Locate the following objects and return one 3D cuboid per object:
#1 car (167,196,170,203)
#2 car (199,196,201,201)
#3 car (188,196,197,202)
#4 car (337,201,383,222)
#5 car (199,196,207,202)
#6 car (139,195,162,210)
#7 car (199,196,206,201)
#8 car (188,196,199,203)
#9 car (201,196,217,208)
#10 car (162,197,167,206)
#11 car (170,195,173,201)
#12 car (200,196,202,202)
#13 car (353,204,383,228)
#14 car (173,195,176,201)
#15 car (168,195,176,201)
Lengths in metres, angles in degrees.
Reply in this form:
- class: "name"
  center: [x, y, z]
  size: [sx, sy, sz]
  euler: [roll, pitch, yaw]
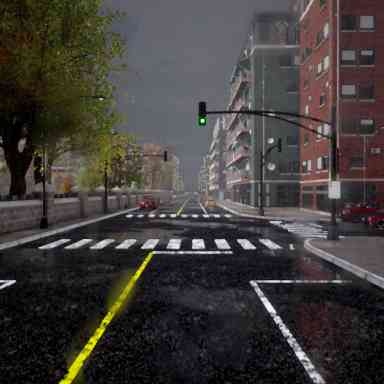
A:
- class: "car"
  center: [-5.617, 1.620, 60.469]
  size: [1.887, 1.381, 4.507]
  euler: [0, 0, 0]
- class: "car"
  center: [2.763, 1.627, 60.459]
  size: [2.008, 1.369, 4.403]
  euler: [0, 0, 0]
- class: "car"
  center: [0.101, 1.663, 79.578]
  size: [1.994, 1.385, 4.181]
  euler: [0, 0, 0]
- class: "car"
  center: [14.651, 1.616, 27.265]
  size: [5.009, 1.841, 2.192]
  euler: [1, -1, 0]
- class: "car"
  center: [2.790, 1.660, 82.600]
  size: [1.887, 1.381, 4.507]
  euler: [0, 0, 0]
- class: "car"
  center: [-5.638, 1.363, 43.863]
  size: [2.192, 1.841, 5.009]
  euler: [0, 0, 0]
- class: "car"
  center: [2.797, 1.672, 88.135]
  size: [1.887, 1.381, 4.507]
  euler: [0, 0, 0]
- class: "car"
  center: [0.090, 1.638, 69.167]
  size: [2.033, 1.411, 5.357]
  euler: [0, 0, 0]
- class: "car"
  center: [2.750, 1.583, 49.559]
  size: [1.752, 1.417, 4.829]
  euler: [0, 0, 0]
- class: "car"
  center: [-5.624, 1.506, 54.934]
  size: [1.967, 1.590, 4.097]
  euler: [0, 0, 0]
- class: "car"
  center: [-5.604, 1.677, 71.539]
  size: [1.802, 1.307, 4.206]
  euler: [0, 0, 0]
- class: "car"
  center: [2.756, 1.611, 54.923]
  size: [1.887, 1.381, 4.507]
  euler: [0, 0, 0]
- class: "car"
  center: [14.695, 1.873, 24.660]
  size: [4.181, 1.385, 1.994]
  euler: [1, 0, 0]
- class: "car"
  center: [-5.590, 1.698, 82.610]
  size: [1.802, 1.307, 4.206]
  euler: [0, 0, 0]
- class: "car"
  center: [-5.577, 1.663, 93.510]
  size: [1.752, 1.417, 4.829]
  euler: [0, 0, 0]
